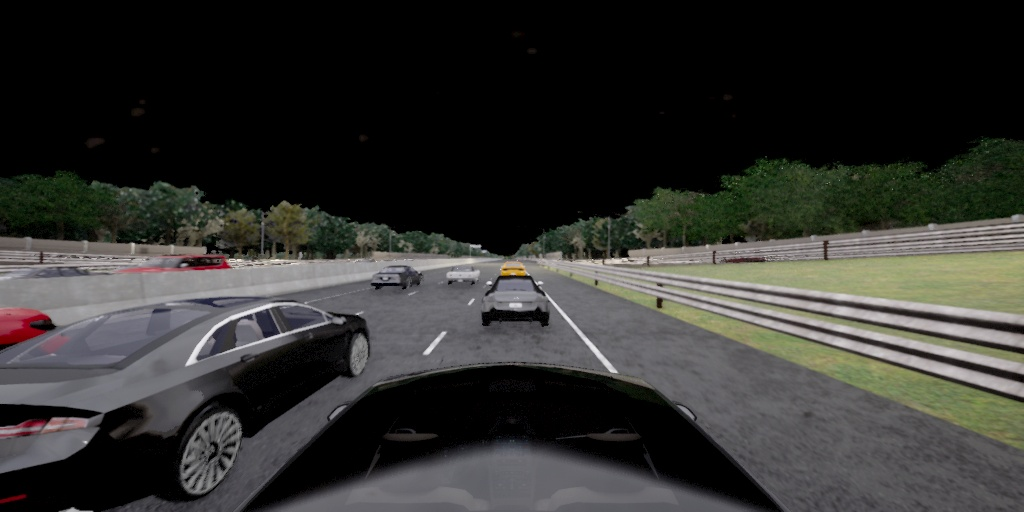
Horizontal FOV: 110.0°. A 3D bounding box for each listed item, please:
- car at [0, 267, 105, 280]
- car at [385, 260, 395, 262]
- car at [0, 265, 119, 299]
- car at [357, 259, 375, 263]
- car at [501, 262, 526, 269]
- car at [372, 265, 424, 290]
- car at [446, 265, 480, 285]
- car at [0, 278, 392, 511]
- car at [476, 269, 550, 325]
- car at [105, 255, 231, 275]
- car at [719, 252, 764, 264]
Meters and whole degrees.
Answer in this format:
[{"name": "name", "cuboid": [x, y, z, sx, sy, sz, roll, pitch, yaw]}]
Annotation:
[{"name": "car", "cuboid": [-6.900, 0.970, 2.321, 2.150, 2.045, 5.566, 0, 0, 0]}, {"name": "car", "cuboid": [-21.033, 1.342, 61.396, 1.895, 1.301, 4.718, 0, 0, 1]}, {"name": "car", "cuboid": [-24.603, 1.272, 18.828, 2.033, 1.411, 5.357, 0, 0, 0]}, {"name": "car", "cuboid": [-24.541, 1.234, 60.376, 2.128, 1.511, 4.902, 0, 0, 1]}, {"name": "car", "cuboid": [0.095, 1.197, 29.257, 1.882, 1.535, 5.008, 0, 0, 0]}, {"name": "car", "cuboid": [-6.904, 1.270, 22.058, 2.033, 1.411, 5.357, 0, 0, 0]}, {"name": "car", "cuboid": [-3.405, 1.321, 25.885, 1.895, 1.301, 4.718, 0, 0, 0]}, {"name": "car", "cuboid": [-3.401, 1.237, 4.394, 2.128, 1.511, 4.902, 0, 0, 0]}, {"name": "car", "cuboid": [0.098, 1.298, 11.706, 1.994, 1.385, 4.181, 0, 0, 0]}, {"name": "car", "cuboid": [-17.602, 0.947, 18.884, 2.150, 2.045, 5.566, 0, 0, 0]}, {"name": "car", "cuboid": [25.200, 0.259, 39.469, 1.812, 1.442, 4.674, 0, -3, -16]}]
